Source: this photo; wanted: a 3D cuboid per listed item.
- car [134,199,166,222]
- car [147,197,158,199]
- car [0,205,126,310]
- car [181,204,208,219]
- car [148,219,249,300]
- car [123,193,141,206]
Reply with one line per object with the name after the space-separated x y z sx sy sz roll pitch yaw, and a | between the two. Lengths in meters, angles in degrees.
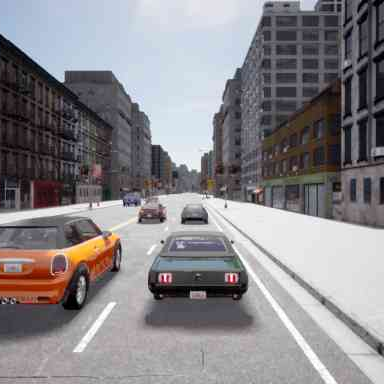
-3.048 1.532 26.025 1.812 1.442 4.674 0 0 0 | car
-6.302 1.526 52.666 1.837 1.490 4.892 0 0 1 | car
-3.122 1.352 7.976 2.097 1.767 4.553 0 0 1 | car
0.199 1.570 25.278 1.994 1.385 4.181 0 0 0 | car
0.132 1.601 8.316 1.895 1.301 4.718 0 0 0 | car
-9.543 1.236 53.253 2.150 2.045 5.566 0 0 0 | car
